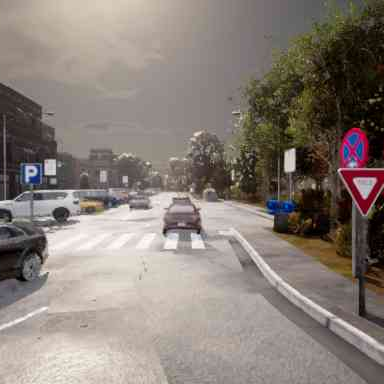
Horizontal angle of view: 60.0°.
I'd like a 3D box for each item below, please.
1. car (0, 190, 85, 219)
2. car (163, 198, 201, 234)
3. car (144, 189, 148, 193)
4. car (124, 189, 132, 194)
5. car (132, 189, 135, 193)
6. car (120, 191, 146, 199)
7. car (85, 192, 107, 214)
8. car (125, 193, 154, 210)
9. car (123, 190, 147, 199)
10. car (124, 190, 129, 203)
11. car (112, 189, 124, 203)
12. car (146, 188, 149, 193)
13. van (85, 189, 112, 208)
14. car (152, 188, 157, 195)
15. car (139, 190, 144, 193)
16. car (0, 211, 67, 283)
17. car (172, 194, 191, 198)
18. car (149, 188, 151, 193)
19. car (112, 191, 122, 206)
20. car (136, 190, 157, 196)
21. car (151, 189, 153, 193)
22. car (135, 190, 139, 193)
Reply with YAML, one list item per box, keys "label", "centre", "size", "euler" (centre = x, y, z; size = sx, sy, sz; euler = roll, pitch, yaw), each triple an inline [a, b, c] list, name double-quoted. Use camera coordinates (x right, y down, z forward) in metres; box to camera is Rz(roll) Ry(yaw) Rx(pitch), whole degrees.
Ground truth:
- label: "car"
  centre: [-10.122, 0.904, 21.537]
  size: [5.566, 2.045, 2.435]
  euler: [-1, 1, -22]
- label: "car"
  centre: [-0.507, 1.262, 17.244]
  size: [1.812, 1.442, 4.674]
  euler: [0, 1, -1]
- label: "car"
  centre: [-11.446, 0.625, 60.646]
  size: [5.366, 1.575, 1.946]
  euler: [-1, 1, -22]
- label: "car"
  centre: [-11.026, 0.697, 45.576]
  size: [4.553, 1.767, 2.185]
  euler: [-1, 1, -22]
- label: "car"
  centre: [-11.139, 0.657, 48.575]
  size: [4.553, 1.767, 2.185]
  euler: [-1, 1, -22]
- label: "car"
  centre: [-11.838, 0.601, 66.571]
  size: [4.674, 1.452, 2.002]
  euler: [-1, 1, -22]
- label: "car"
  centre: [-10.177, 1.065, 27.635]
  size: [5.366, 1.575, 1.946]
  euler: [-1, 1, -22]
- label: "car"
  centre: [-5.337, 1.095, 34.421]
  size: [1.895, 1.301, 4.718]
  euler: [0, 1, -2]
- label: "car"
  centre: [-11.988, 0.402, 69.562]
  size: [4.553, 1.767, 2.185]
  euler: [-1, 0, -22]
- label: "car"
  centre: [-10.944, 0.903, 42.571]
  size: [4.674, 1.452, 2.002]
  euler: [-1, 1, -22]
- label: "car"
  centre: [-10.862, 0.779, 39.562]
  size: [4.553, 1.767, 2.185]
  euler: [-1, 1, -22]
- label: "car"
  centre: [-11.720, 0.344, 63.592]
  size: [5.566, 2.045, 2.435]
  euler: [-1, 0, -22]
- label: "van"
  centre: [-10.702, 0.764, 33.514]
  size: [4.442, 1.987, 1.878]
  euler: [-1, 1, -22]
- label: "car"
  centre: [-12.674, 0.340, 87.563]
  size: [4.892, 1.521, 2.231]
  euler: [-1, 0, -22]
- label: "car"
  centre: [-11.372, 0.453, 54.583]
  size: [5.566, 2.045, 2.435]
  euler: [-1, 1, -22]
- label: "car"
  centre: [-4.895, 1.375, 6.580]
  size: [2.128, 1.511, 4.902]
  euler: [1, 1, 11]
- label: "car"
  centre: [-1.150, 0.972, 35.610]
  size: [2.128, 1.511, 4.902]
  euler: [0, 1, -2]
- label: "car"
  centre: [-12.102, 0.369, 72.561]
  size: [4.553, 1.767, 2.185]
  euler: [-1, 0, -22]
- label: "car"
  centre: [-10.703, 0.946, 36.565]
  size: [5.008, 1.535, 2.097]
  euler: [-1, 1, -22]
- label: "car"
  centre: [-12.747, 0.272, 93.631]
  size: [5.366, 1.575, 1.946]
  euler: [-1, 0, -22]
- label: "car"
  centre: [-12.158, 0.491, 75.583]
  size: [4.792, 1.488, 2.163]
  euler: [-1, 0, -22]
- label: "car"
  centre: [-11.258, 0.773, 51.589]
  size: [4.792, 1.488, 2.163]
  euler: [-1, 1, -22]
